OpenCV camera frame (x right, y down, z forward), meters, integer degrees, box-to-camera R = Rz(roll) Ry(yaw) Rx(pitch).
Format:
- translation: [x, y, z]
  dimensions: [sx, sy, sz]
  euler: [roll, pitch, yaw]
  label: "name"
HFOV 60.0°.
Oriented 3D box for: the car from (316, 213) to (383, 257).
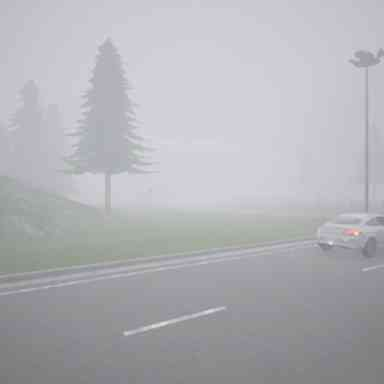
- translation: [6.700, 1.530, 12.862]
  dimensions: [4.674, 1.442, 1.812]
  euler: [0, 0, -35]
  label: "car"
